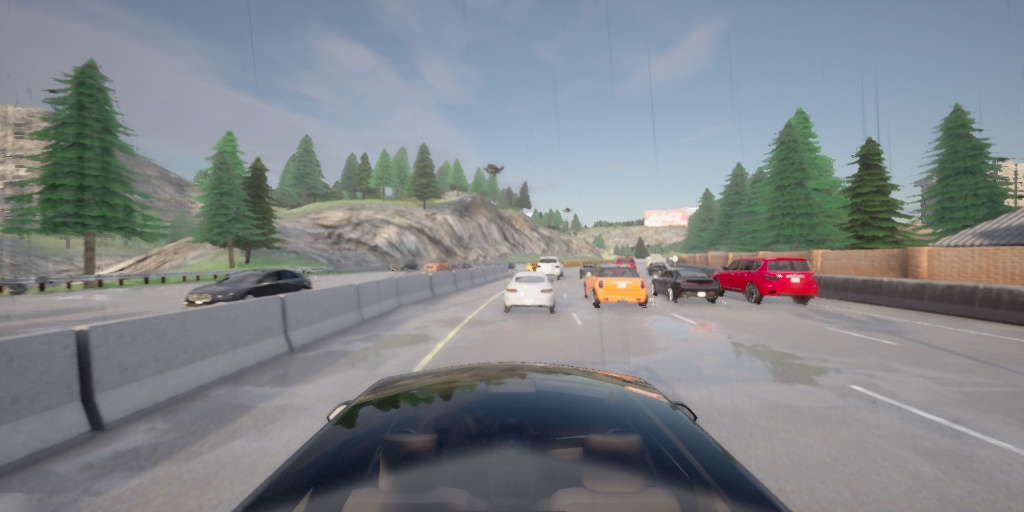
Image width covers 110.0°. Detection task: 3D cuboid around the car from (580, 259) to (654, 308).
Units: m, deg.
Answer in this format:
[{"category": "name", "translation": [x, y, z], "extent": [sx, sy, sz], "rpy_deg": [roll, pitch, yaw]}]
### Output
[{"category": "car", "translation": [4.421, 1.166, 15.881], "extent": [2.097, 1.767, 4.553], "rpy_deg": [0, 0, 5]}]

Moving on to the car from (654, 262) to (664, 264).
[{"category": "car", "translation": [15.907, 1.438, 39.522], "extent": [1.837, 1.490, 4.892], "rpy_deg": [0, 0, 15]}]

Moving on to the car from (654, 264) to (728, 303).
[{"category": "car", "translation": [8.063, 1.334, 17.169], "extent": [1.837, 1.490, 4.892], "rpy_deg": [0, 0, 6]}]

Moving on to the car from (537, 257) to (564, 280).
[{"category": "car", "translation": [3.671, 1.096, 33.802], "extent": [2.150, 2.045, 5.566], "rpy_deg": [0, 0, 12]}]

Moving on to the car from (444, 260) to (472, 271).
[{"category": "car", "translation": [-7.041, 1.460, 48.944], "extent": [1.994, 1.385, 4.181], "rpy_deg": [0, 0, 17]}]

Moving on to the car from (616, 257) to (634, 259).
[{"category": "car", "translation": [11.697, 1.134, 37.388], "extent": [2.150, 2.045, 5.566], "rpy_deg": [0, 0, 14]}]

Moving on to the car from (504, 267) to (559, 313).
[{"category": "car", "translation": [0.742, 1.322, 14.210], "extent": [1.812, 1.442, 4.674], "rpy_deg": [0, 0, 4]}]

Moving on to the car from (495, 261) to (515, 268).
[{"category": "car", "translation": [-1.152, 1.486, 55.939], "extent": [2.033, 1.411, 5.357], "rpy_deg": [0, 0, 19]}]

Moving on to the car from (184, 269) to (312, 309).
[{"category": "car", "translation": [-9.993, 1.268, 14.103], "extent": [1.837, 1.490, 4.892], "rpy_deg": [0, 0, 5]}]

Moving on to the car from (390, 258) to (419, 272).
[{"category": "car", "translation": [-14.482, 1.222, 48.393], "extent": [2.097, 1.767, 4.553], "rpy_deg": [0, 0, 16]}]

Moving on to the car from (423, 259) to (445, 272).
[{"category": "car", "translation": [-10.416, 1.240, 49.863], "extent": [2.097, 1.767, 4.553], "rpy_deg": [0, 0, 17]}]

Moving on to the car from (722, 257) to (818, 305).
[{"category": "car", "translation": [11.518, 1.061, 16.868], "extent": [2.150, 2.045, 5.566], "rpy_deg": [0, 0, 6]}]
